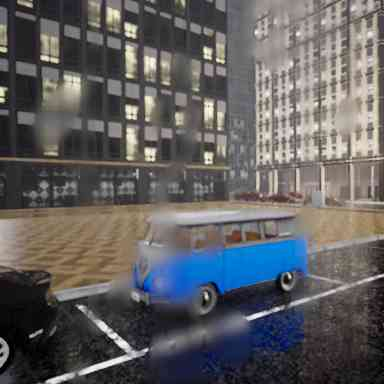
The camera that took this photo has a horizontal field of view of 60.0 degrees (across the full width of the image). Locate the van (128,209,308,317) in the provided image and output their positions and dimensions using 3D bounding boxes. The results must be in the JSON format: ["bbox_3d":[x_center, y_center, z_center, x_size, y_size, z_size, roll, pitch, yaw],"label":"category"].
[{"bbox_3d":[0.714,1.296,7.071,3.998,1.788,1.690,-1,0,-36],"label":"van"}]

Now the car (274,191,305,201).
[{"bbox_3d":[14.583,0.589,49.737,1.802,1.307,4.206,1,1,-36],"label":"car"}]

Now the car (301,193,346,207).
[{"bbox_3d":[14.311,0.756,35.744,1.967,1.590,4.097,1,1,-36],"label":"car"}]

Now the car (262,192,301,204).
[{"bbox_3d":[11.058,0.791,40.275,1.802,1.307,4.206,1,1,-36],"label":"car"}]

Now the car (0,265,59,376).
[{"bbox_3d":[-3.882,1.561,3.791,4.403,1.369,2.008,-1,0,-36],"label":"car"}]

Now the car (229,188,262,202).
[{"bbox_3d":[7.814,0.417,44.802,2.192,1.841,5.009,1,1,-36],"label":"car"}]

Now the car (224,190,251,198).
[{"bbox_3d":[7.984,0.315,58.938,1.752,1.417,4.829,1,1,-36],"label":"car"}]
